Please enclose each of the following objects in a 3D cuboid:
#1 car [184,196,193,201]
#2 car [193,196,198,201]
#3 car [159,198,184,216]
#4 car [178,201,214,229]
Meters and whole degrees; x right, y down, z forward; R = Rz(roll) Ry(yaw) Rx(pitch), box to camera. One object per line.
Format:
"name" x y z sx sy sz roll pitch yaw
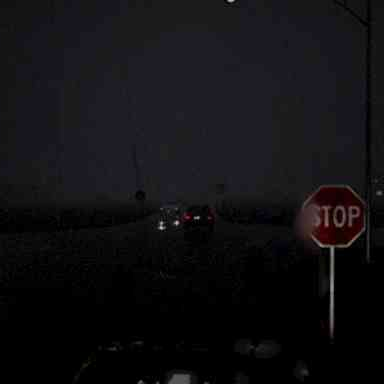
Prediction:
"car" -1.286 1.590 48.602 1.895 1.301 4.718 0 0 4
"car" 0.079 1.501 66.550 1.812 1.442 4.674 0 0 5
"car" -2.089 1.522 33.180 1.812 1.442 4.674 0 0 3
"car" 0.438 1.546 21.660 2.033 1.411 5.357 0 0 2
